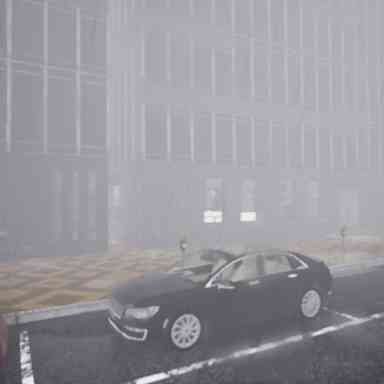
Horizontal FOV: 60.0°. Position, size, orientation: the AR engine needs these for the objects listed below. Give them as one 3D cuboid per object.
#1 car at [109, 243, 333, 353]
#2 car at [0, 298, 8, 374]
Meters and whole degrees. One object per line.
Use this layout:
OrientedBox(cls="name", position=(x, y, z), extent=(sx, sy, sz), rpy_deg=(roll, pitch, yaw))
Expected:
OrientedBox(cls="car", position=(0.700, 1.697, 6.215), extent=(4.403, 1.369, 2.008), rpy_deg=(0, -2, -28))
OrientedBox(cls="car", position=(-4.308, 1.552, 3.512), extent=(4.097, 1.590, 1.967), rpy_deg=(0, -2, -28))
